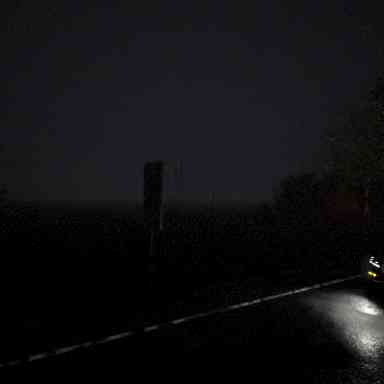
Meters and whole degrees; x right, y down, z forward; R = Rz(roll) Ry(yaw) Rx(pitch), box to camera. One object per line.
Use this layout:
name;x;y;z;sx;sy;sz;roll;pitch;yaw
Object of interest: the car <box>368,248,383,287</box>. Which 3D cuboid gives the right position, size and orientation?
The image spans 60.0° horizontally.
car;6.392;1.605;8.428;4.892;1.490;1.837;1;0;-34
